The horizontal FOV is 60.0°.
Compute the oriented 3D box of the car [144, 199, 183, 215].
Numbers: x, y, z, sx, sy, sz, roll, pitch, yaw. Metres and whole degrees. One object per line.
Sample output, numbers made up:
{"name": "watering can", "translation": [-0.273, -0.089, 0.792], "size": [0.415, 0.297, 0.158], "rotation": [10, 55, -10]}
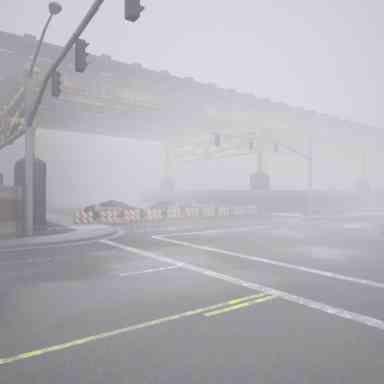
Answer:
{"name": "car", "translation": [-2.496, 1.295, 30.304], "size": [1.853, 1.218, 4.536], "rotation": [0, 0, 18]}

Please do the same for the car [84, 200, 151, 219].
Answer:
{"name": "car", "translation": [-6.257, 1.453, 27.571], "size": [4.974, 1.542, 2.038], "rotation": [0, 0, 8]}

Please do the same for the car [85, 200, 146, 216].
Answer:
{"name": "car", "translation": [-6.309, 1.295, 27.578], "size": [4.536, 1.218, 1.853], "rotation": [0, 0, 8]}

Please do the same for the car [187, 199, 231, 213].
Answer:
{"name": "car", "translation": [1.349, 1.295, 34.006], "size": [4.536, 1.218, 1.853], "rotation": [0, 0, -7]}

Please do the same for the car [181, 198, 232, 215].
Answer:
{"name": "car", "translation": [1.400, 1.453, 34.013], "size": [4.974, 1.542, 2.038], "rotation": [0, 0, -7]}

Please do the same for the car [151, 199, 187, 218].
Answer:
{"name": "car", "translation": [-2.511, 1.453, 30.255], "size": [2.038, 1.542, 4.974], "rotation": [0, 0, 18]}
